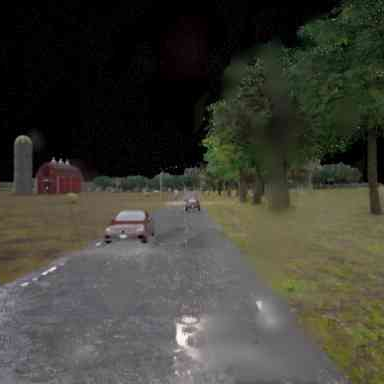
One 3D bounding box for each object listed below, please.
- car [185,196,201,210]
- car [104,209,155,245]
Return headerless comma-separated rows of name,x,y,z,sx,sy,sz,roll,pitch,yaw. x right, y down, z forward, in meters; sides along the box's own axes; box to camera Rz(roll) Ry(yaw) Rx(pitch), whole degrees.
car,0.119,1.586,43.527,1.812,1.442,4.674,0,0,0
car,-2.842,1.571,16.057,1.812,1.442,4.674,0,0,0
